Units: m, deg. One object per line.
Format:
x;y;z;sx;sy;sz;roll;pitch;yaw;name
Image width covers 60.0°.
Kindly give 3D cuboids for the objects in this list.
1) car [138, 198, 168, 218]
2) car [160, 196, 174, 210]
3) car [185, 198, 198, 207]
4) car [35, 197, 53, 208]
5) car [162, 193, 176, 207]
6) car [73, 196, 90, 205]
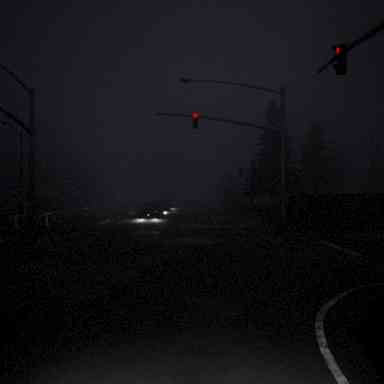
-3.671;1.541;30.521;2.033;1.411;5.357;0;0;0;car
-3.688;1.539;40.626;2.033;1.411;5.357;0;0;0;car
-0.118;1.590;51.173;1.895;1.301;4.718;0;0;0;car
-20.614;1.375;45.557;1.970;1.475;3.806;0;0;0;car
-3.659;1.211;50.979;2.150;2.045;5.566;0;0;-2;car
-17.578;1.363;52.955;1.845;1.501;3.633;0;0;0;car
